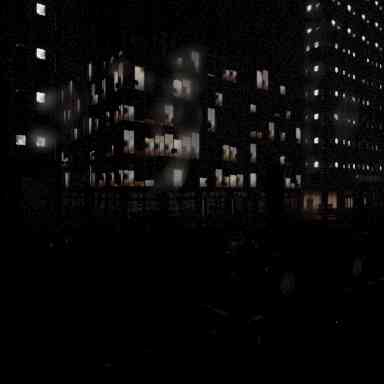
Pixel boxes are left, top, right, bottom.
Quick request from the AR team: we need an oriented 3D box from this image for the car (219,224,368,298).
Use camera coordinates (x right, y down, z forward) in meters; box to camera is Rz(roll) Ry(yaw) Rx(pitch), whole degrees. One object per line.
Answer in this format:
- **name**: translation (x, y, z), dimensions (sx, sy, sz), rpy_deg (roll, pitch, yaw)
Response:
- **car**: translation (2.711, 1.545, 8.481), dimensions (4.507, 1.381, 1.887), rpy_deg (0, 0, -35)
